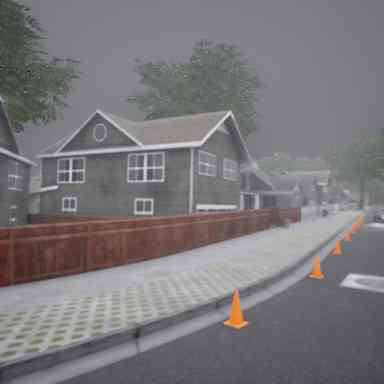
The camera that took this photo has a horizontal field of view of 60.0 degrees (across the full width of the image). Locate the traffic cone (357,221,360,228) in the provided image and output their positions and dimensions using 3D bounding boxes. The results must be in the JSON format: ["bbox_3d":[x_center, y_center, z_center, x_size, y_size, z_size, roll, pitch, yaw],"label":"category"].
[{"bbox_3d":[13.384,2.599,26.826,0.340,0.580,0.340,0,-1,29],"label":"traffic cone"}]

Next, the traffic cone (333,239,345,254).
[{"bbox_3d":[6.029,2.241,13.755,0.340,0.580,0.340,0,-1,29],"label":"traffic cone"}]

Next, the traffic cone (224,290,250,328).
[{"bbox_3d":[0.803,2.064,5.969,0.340,0.580,0.340,-1,-1,43],"label":"traffic cone"}]

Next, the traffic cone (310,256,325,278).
[{"bbox_3d":[3.609,2.137,9.552,0.340,0.580,0.340,0,-1,33],"label":"traffic cone"}]

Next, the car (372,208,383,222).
[{"bbox_3d":[20.053,2.387,34.804,2.128,1.511,4.902,0,-1,29],"label":"car"}]

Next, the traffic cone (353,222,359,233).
[{"bbox_3d":[10.932,2.479,22.469,0.340,0.580,0.340,0,-1,29],"label":"traffic cone"}]

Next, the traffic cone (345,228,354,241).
[{"bbox_3d":[8.480,2.360,18.112,0.340,0.580,0.340,0,-1,29],"label":"traffic cone"}]
